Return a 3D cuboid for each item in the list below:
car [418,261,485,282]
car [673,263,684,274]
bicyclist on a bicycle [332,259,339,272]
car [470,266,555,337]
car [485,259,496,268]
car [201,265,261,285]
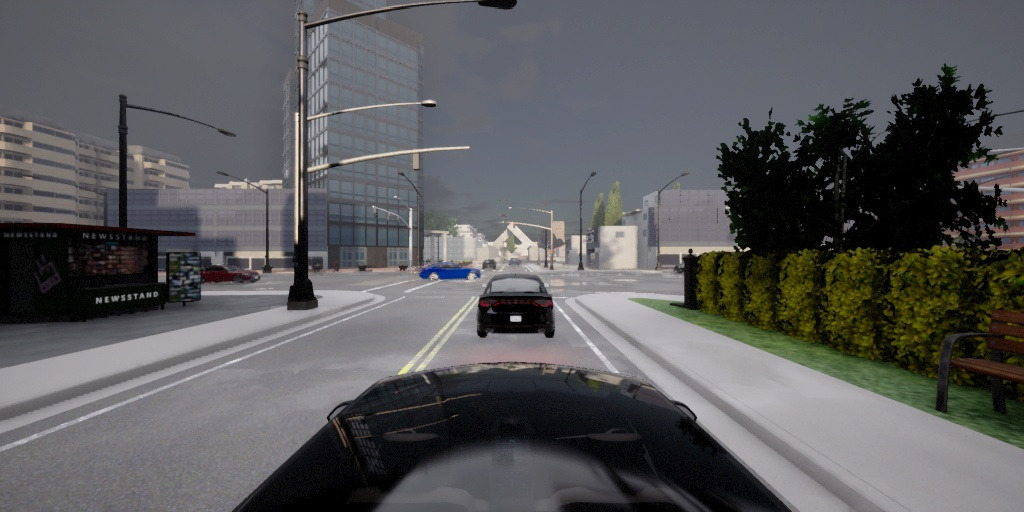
[{"bbox_3d":[-5.071,1.259,29.181,5.008,1.535,1.882,0,1,-20],"label":"car"},{"bbox_3d":[19.977,1.058,38.806,4.553,1.767,2.097,0,0,0],"label":"car"},{"bbox_3d":[-21.835,1.216,44.408,0.582,1.620,1.656,-1,0,0],"label":"bicyclist on a bicycle"},{"bbox_3d":[0.107,1.228,10.355,1.882,1.535,5.008,0,0,1],"label":"car"},{"bbox_3d":[-3.395,1.228,54.136,1.882,1.535,5.008,0,0,0],"label":"car"},{"bbox_3d":[-22.265,1.447,27.929,4.674,1.442,1.812,-1,0,0],"label":"car"}]
